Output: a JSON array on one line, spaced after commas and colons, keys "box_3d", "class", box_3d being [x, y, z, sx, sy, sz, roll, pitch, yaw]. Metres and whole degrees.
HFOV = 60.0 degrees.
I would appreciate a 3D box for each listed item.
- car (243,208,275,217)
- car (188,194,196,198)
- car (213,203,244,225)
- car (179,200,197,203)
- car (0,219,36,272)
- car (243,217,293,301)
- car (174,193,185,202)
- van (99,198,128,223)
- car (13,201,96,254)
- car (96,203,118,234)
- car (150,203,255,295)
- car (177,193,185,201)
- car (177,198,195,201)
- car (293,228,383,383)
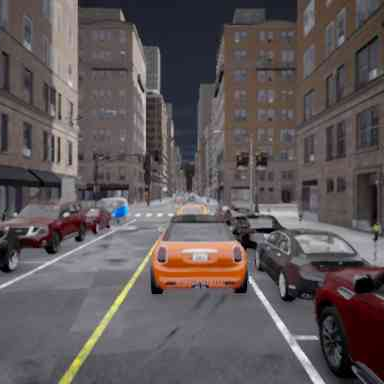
[{"box_3d": [2.657, 1.566, 13.686, 1.947, 1.339, 4.313, 0, 0, 0], "class": "car"}, {"box_3d": [-0.024, 1.533, 90.473, 2.128, 1.511, 4.902, 0, 0, 0], "class": "car"}, {"box_3d": [2.645, 1.581, 24.856, 1.802, 1.307, 4.206, 0, 0, 0], "class": "car"}, {"box_3d": [0.077, 1.478, 19.432, 1.882, 1.535, 5.008, 0, 0, 0], "class": "car"}, {"box_3d": [-5.863, 1.566, 8.088, 1.947, 1.339, 4.313, 0, 0, 0], "class": "car"}, {"box_3d": [2.663, 1.551, 8.102, 2.008, 1.369, 4.403, 0, 0, 0], "class": "car"}, {"box_3d": [-2.928, 1.363, 75.528, 2.097, 1.767, 4.553, 0, 0, 0], "class": "car"}, {"box_3d": [-5.880, 1.341, 24.845, 1.690, 1.788, 3.998, 0, 0, 0], "class": "van"}, {"box_3d": [-5.868, 1.315, 13.672, 2.192, 1.841, 5.009, 0, 0, 0], "class": "car"}, {"box_3d": [-5.874, 1.545, 19.260, 1.887, 1.381, 4.507, 0, 0, 0], "class": "car"}, {"box_3d": [0.103, 1.352, 8.922, 2.097, 1.767, 4.553, 0, 0, -2], "class": "car"}, {"box_3d": [-3.029, 1.238, 91.055, 2.150, 2.045, 5.566, 0, 0, 0], "class": "car"}, {"box_3d": [-0.152, 1.543, 31.293, 2.033, 1.411, 5.357, 0, 0, -3], "class": "car"}, {"box_3d": [2.669, 1.315, 2.516, 2.192, 1.841, 5.009, 0, 0, 0], "class": "car"}]
